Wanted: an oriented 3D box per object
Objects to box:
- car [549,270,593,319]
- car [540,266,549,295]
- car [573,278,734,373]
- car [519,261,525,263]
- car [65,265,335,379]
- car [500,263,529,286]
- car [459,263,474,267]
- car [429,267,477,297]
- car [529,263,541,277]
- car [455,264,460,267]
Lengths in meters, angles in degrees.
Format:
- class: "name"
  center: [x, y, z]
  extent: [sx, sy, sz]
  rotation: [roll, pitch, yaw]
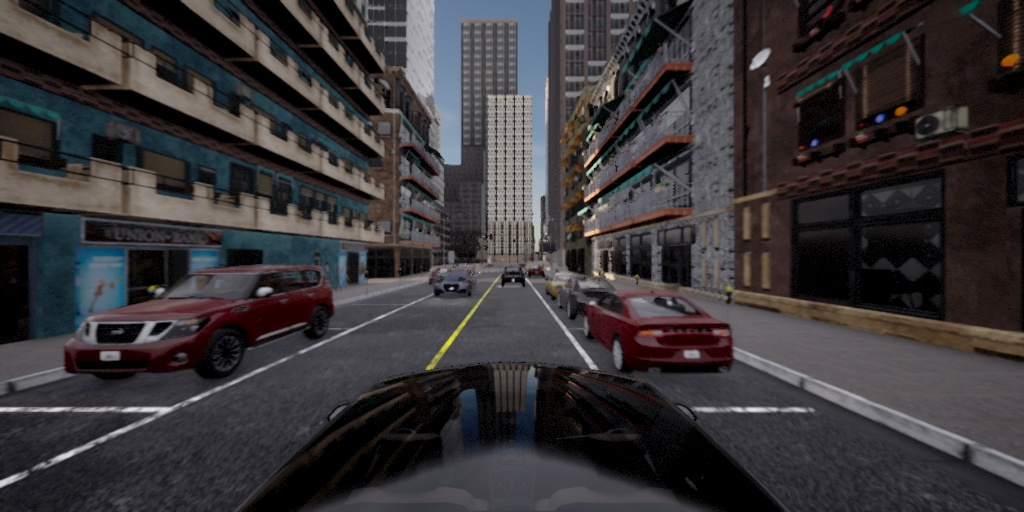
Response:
- class: "car"
  center: [2.690, 1.410, 13.101]
  extent: [2.007, 1.370, 4.403]
  rotation: [0, 0, 0]
- class: "car"
  center: [2.691, 1.438, 18.794]
  extent: [1.751, 1.417, 4.829]
  rotation: [0, 0, 0]
- class: "car"
  center: [2.690, 1.351, 7.578]
  extent: [1.888, 1.381, 4.507]
  rotation: [0, 0, 0]
- class: "car"
  center: [0.095, 1.619, 40.789]
  extent: [2.128, 1.511, 4.902]
  rotation: [0, 0, 0]
- class: "car"
  center: [-5.692, 1.121, 7.592]
  extent: [2.192, 1.841, 5.009]
  rotation: [0, 0, 0]
- class: "car"
  center: [0.098, 1.510, 28.200]
  extent: [1.837, 1.490, 4.892]
  rotation: [0, 0, 0]
- class: "car"
  center: [-5.689, 1.566, 40.732]
  extent: [1.967, 1.591, 4.097]
  rotation: [0, 0, 0]
- class: "car"
  center: [-3.099, 1.492, 20.306]
  extent: [1.994, 1.385, 4.181]
  rotation: [0, -1, 0]
- class: "car"
  center: [2.692, 1.671, 40.717]
  extent: [1.888, 1.381, 4.507]
  rotation: [0, 0, 0]
- class: "car"
  center: [-5.690, 1.601, 29.685]
  extent: [1.802, 1.307, 4.207]
  rotation: [0, 0, 0]
